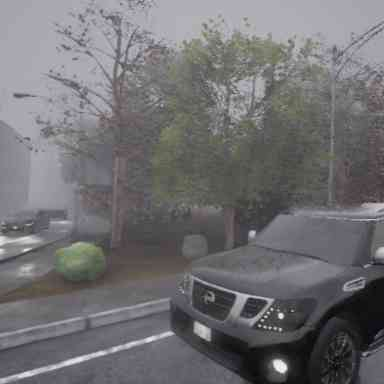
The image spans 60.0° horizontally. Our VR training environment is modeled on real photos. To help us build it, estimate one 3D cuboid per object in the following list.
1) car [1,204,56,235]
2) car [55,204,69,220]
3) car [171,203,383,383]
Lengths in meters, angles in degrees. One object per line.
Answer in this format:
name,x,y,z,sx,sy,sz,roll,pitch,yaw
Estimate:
car,-10.441,1.783,21.285,1.837,1.490,4.892,3,-1,-10
car,-13.553,1.937,33.663,1.882,1.535,5.008,3,-2,-20
car,2.370,1.235,5.375,5.566,2.045,2.150,0,0,-35
